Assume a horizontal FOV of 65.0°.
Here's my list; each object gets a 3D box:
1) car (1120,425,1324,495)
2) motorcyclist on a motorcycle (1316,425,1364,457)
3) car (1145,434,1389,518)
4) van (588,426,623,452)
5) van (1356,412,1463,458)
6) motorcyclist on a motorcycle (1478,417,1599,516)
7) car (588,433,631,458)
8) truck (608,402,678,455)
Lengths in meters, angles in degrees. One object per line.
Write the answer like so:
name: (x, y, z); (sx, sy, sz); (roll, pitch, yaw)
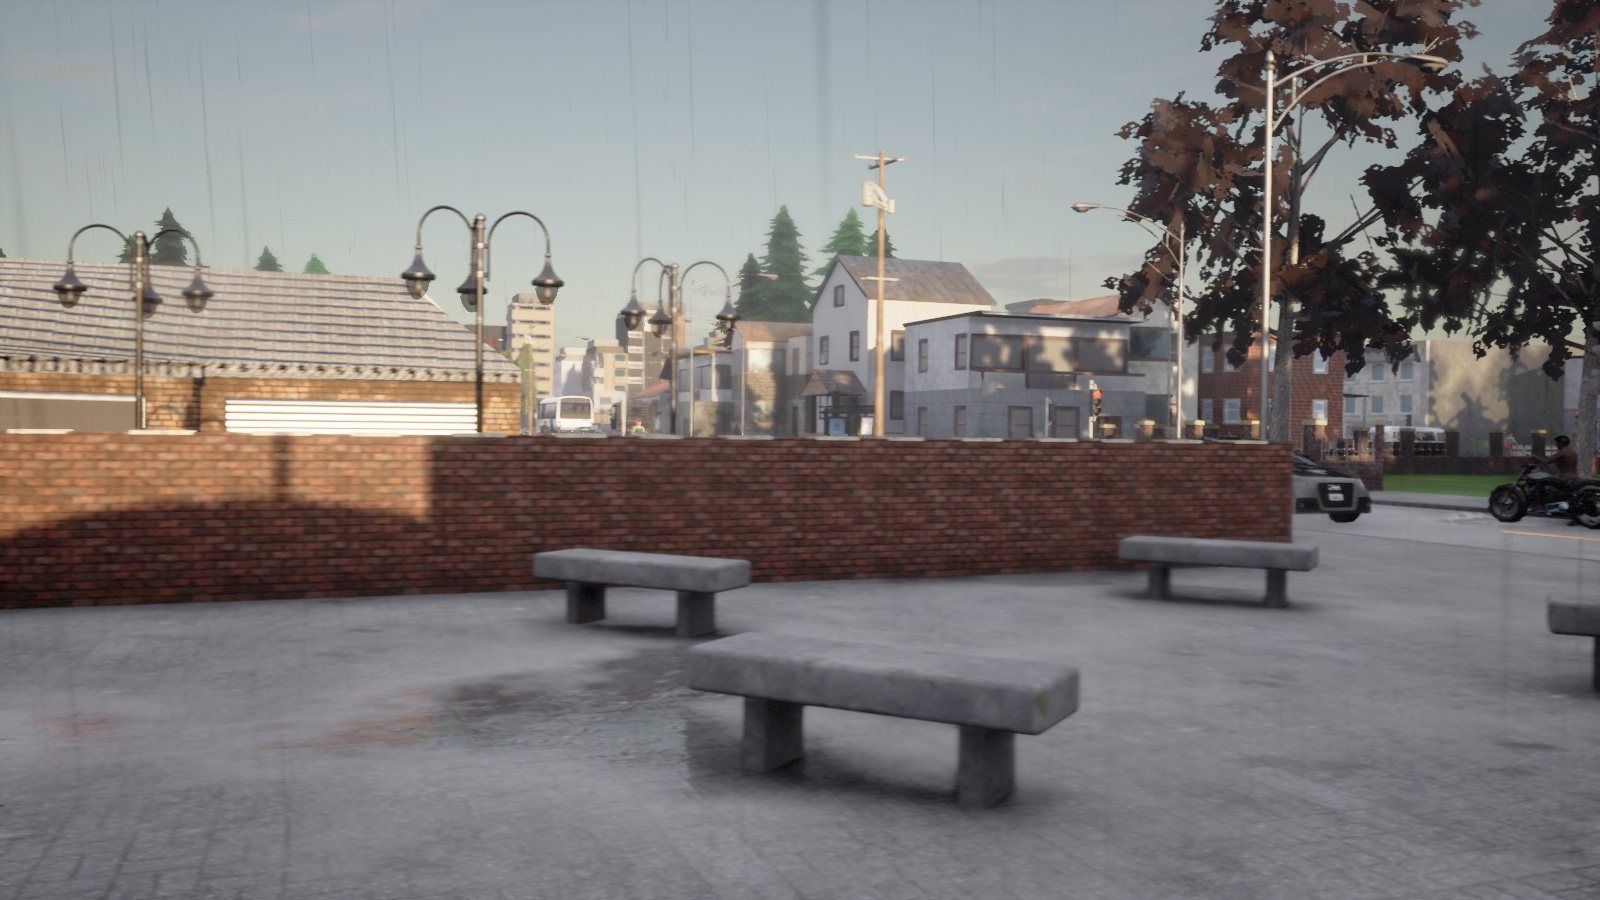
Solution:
car: (10.121, 0.182, 30.579); (1.882, 1.535, 5.008); (-1, 1, -23)
motorcyclist on a motorcycle: (26.851, -0.443, 62.421); (2.191, 1.530, 0.866); (-1, 1, -19)
car: (8.524, 0.401, 23.326); (1.994, 1.385, 4.181); (-1, 1, -20)
van: (-14.973, -0.846, 96.476); (1.775, 1.987, 4.442); (-1, 1, -21)
van: (28.515, -0.712, 58.715); (4.480, 2.038, 2.069); (-1, 1, -23)
motorcyclist on a motorcycle: (13.294, 0.257, 22.184); (0.766, 1.649, 2.350); (-1, 1, -23)
car: (-11.617, -0.296, 76.371); (1.845, 1.501, 3.633); (-1, 1, -21)
truck: (-10.717, -1.443, 85.224); (2.891, 3.462, 7.936); (-1, 1, -21)
